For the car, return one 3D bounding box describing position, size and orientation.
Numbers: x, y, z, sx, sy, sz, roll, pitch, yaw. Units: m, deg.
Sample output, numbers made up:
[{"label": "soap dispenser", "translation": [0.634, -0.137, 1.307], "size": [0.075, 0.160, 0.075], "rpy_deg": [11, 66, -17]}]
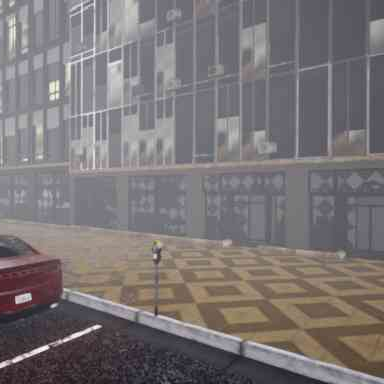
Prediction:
[{"label": "car", "translation": [-4.595, 1.477, 6.530], "size": [5.008, 1.535, 1.882], "rpy_deg": [0, 0, 35]}]
